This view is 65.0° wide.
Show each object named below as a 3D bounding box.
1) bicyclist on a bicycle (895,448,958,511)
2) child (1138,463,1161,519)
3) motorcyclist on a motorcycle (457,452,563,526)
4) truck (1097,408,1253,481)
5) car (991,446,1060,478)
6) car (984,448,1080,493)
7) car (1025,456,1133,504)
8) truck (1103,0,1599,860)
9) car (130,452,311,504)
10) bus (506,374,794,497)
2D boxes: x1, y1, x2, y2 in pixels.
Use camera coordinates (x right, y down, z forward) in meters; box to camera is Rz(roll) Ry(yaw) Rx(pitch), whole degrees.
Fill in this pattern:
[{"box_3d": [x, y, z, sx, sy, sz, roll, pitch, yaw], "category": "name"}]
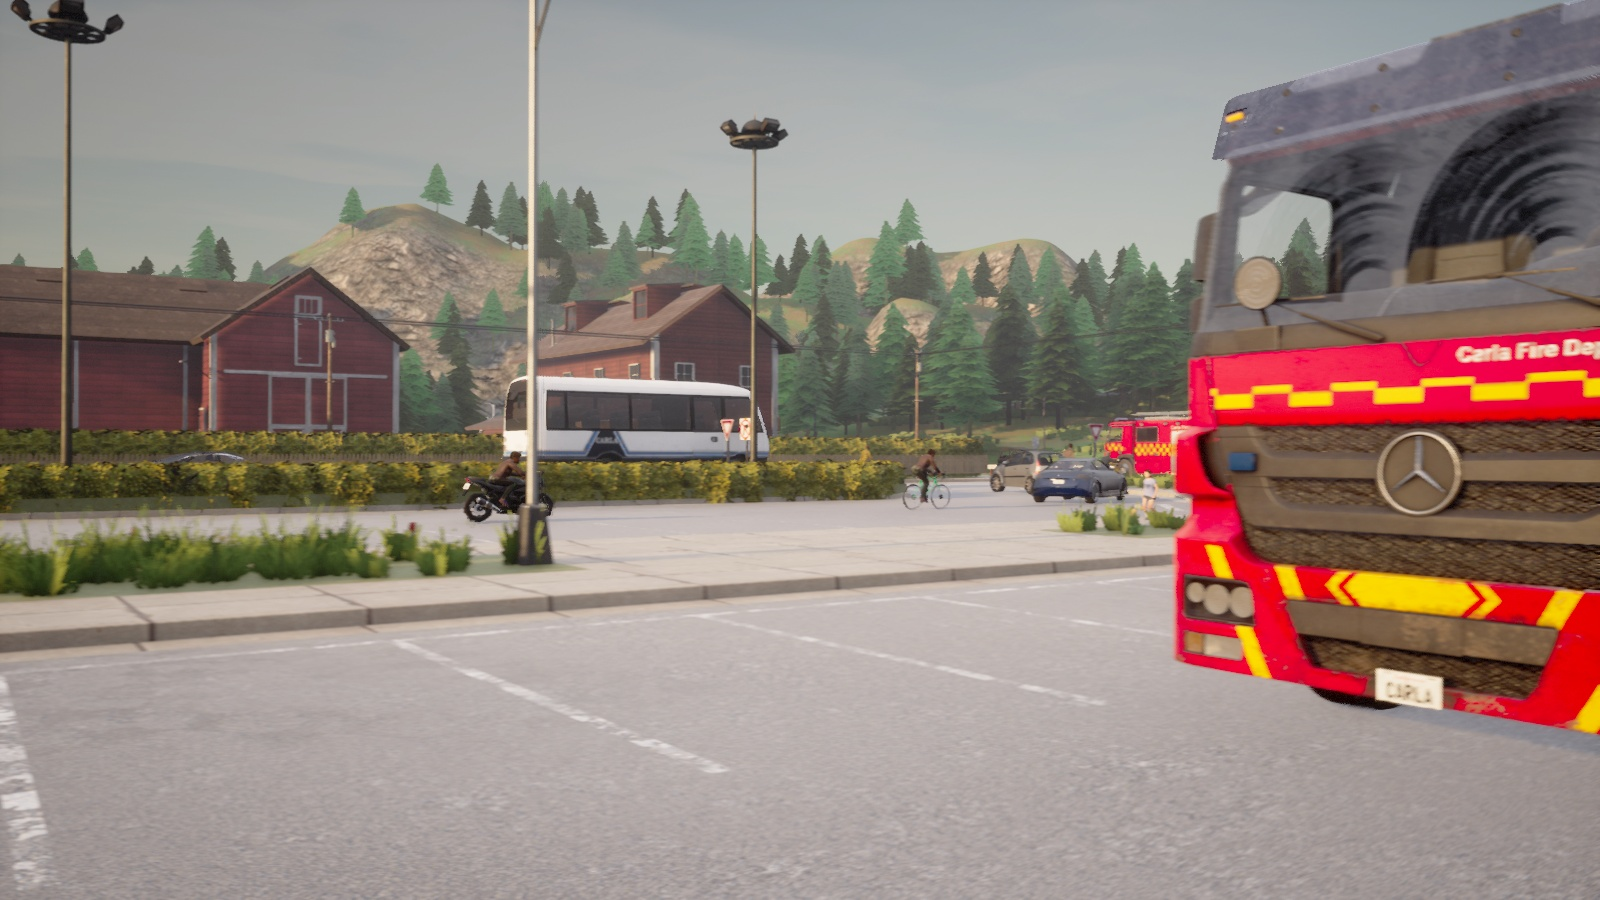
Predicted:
[{"box_3d": [3.350, 0.772, 33.238, 1.656, 1.620, 0.582, 1, -1, -35], "category": "bicyclist on a bicycle"}, {"box_3d": [7.083, 0.828, 25.451, 0.394, 1.110, 0.255, 0, 0, -41], "category": "child"}, {"box_3d": [-6.163, 0.805, 26.708, 2.044, 1.523, 0.797, 0, 0, -35], "category": "motorcyclist on a motorcycle"}, {"box_3d": [20.812, -0.291, 70.318, 2.891, 3.827, 8.468, 0, 0, -34], "category": "truck"}, {"box_3d": [13.438, 0.696, 74.981, 1.905, 1.878, 3.866, 0, 0, -33], "category": "car"}, {"box_3d": [8.674, 0.740, 47.220, 1.851, 1.617, 3.988, 0, 0, -19], "category": "car"}, {"box_3d": [8.702, 0.886, 38.947, 1.994, 1.385, 4.181, 0, 0, 32], "category": "car"}, {"box_3d": [5.882, -0.413, 7.757, 8.468, 3.827, 2.891, 0, 0, -35], "category": "truck"}, {"box_3d": [-18.186, 0.836, 39.478, 4.902, 1.511, 2.128, 0, 0, -34], "category": "car"}, {"box_3d": [-5.597, -0.502, 48.016, 10.273, 4.253, 3.944, 0, 0, -34], "category": "bus"}]
